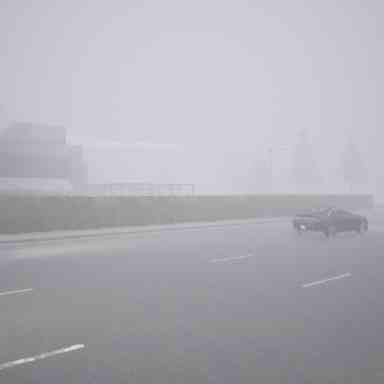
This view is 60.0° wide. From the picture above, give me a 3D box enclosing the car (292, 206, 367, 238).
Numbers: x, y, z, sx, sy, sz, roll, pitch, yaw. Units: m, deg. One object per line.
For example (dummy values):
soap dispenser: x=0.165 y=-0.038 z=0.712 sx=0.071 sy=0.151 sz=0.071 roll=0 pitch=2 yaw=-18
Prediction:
car: x=7.378 y=1.491 z=17.607 sx=4.902 sy=1.511 sz=2.128 roll=0 pitch=0 yaw=-35
